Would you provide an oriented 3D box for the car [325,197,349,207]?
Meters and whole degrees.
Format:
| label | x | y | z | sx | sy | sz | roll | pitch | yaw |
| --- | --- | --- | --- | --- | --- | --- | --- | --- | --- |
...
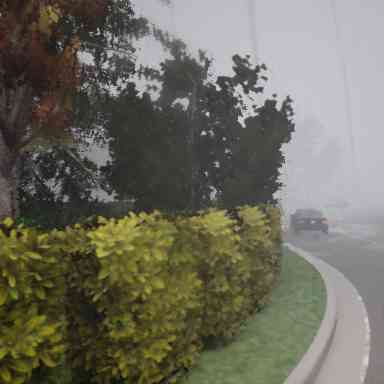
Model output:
| label | x | y | z | sx | sy | sz | roll | pitch | yaw |
| --- | --- | --- | --- | --- | --- | --- | --- | --- | --- |
| car | 18.565 | 1.347 | 42.471 | 2.097 | 1.767 | 4.553 | -2 | -1 | 39 |

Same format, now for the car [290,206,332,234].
| label | x | y | z | sx | sy | sz | roll | pitch | yaw |
| --- | --- | --- | --- | --- | --- | --- | --- | --- | --- |
| car | 7.281 | 1.749 | 20.862 | 2.033 | 1.411 | 5.357 | -1 | -1 | 13 |

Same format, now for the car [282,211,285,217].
| label | x | y | z | sx | sy | sz | roll | pitch | yaw |
| --- | --- | --- | --- | --- | --- | --- | --- | --- | --- |
| car | 5.377 | 1.558 | 27.603 | 5.566 | 2.045 | 2.150 | 0 | -1 | -38 |
